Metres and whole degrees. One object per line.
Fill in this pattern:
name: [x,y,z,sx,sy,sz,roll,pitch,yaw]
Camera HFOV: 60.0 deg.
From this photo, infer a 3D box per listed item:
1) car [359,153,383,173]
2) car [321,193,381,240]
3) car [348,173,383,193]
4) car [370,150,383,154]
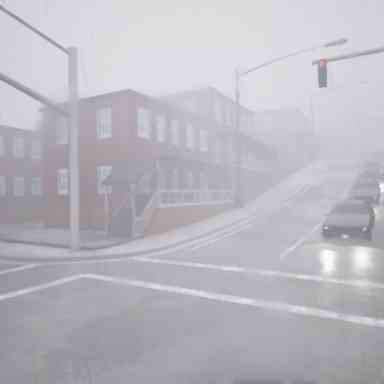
car: [17.289,-2.257,31.882,2.097,1.767,4.553,-1,12,31]
car: [7.277,1.116,15.164,2.033,1.411,5.357,-1,4,31]
car: [12.382,-0.141,23.687,2.033,1.411,5.357,-1,9,31]
car: [22.444,-4.277,40.434,1.837,1.490,4.892,-1,12,32]
